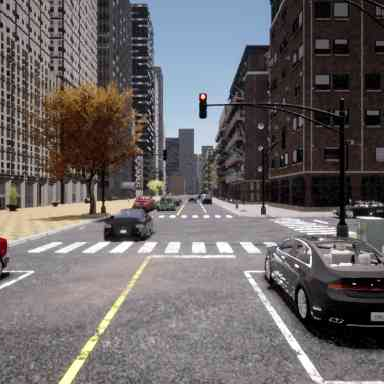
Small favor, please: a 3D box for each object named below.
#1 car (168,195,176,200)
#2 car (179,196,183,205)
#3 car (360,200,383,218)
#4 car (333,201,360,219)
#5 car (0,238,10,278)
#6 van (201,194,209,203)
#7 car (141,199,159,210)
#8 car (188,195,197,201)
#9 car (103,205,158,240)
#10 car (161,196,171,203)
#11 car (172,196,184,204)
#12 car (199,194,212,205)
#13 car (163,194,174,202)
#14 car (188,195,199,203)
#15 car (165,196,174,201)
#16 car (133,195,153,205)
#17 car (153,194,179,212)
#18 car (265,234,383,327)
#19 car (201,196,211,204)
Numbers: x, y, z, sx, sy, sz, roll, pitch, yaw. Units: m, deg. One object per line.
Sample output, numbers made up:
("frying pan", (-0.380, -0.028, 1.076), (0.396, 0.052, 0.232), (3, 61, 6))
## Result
("car", (-5.547, 1.654, 94.578), (2.008, 1.369, 4.403), (0, 0, 0))
("car", (-3.003, 1.639, 55.890), (1.895, 1.301, 4.718), (0, 0, 0))
("car", (14.773, 1.345, 23.769), (4.181, 1.385, 1.994), (-1, 0, 0))
("car", (13.465, 1.350, 26.337), (4.403, 1.369, 2.008), (-1, 1, 0))
("car", (-5.682, 1.545, 6.961), (1.887, 1.381, 4.507), (0, 0, 0))
("van", (2.799, 1.402, 72.474), (1.690, 1.788, 3.998), (0, 0, 0))
("car", (-5.624, 1.592, 44.872), (1.947, 1.339, 4.313), (0, 0, 0))
("car", (0.121, 1.462, 79.084), (2.033, 1.411, 5.357), (0, 0, 0))
("car", (-3.075, 1.568, 16.838), (1.994, 1.385, 4.181), (0, 0, 0))
("car", (-5.581, 1.627, 72.487), (1.947, 1.339, 4.313), (0, 0, 0))
("car", (-2.895, 1.576, 69.316), (2.128, 1.511, 4.902), (0, 0, 0))
("car", (2.783, 1.611, 61.427), (1.947, 1.339, 4.313), (0, 0, 0))
("car", (-5.573, 1.386, 78.009), (2.192, 1.841, 5.009), (0, 0, 0))
("car", (0.104, 1.547, 68.661), (2.128, 1.511, 4.902), (0, 0, 0))
("car", (-5.564, 1.632, 83.532), (2.008, 1.369, 4.403), (0, 0, 0))
("car", (-5.633, 1.336, 39.349), (2.192, 1.841, 5.009), (0, 0, 0))
("car", (-3.035, 1.373, 39.605), (2.097, 1.767, 4.553), (0, 0, 0))
("car", (2.698, 1.551, 6.948), (2.008, 1.369, 4.403), (0, 0, 0))
("car", (2.792, 1.578, 67.120), (1.752, 1.417, 4.829), (0, 0, 0))
